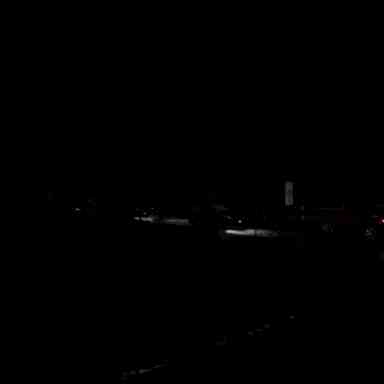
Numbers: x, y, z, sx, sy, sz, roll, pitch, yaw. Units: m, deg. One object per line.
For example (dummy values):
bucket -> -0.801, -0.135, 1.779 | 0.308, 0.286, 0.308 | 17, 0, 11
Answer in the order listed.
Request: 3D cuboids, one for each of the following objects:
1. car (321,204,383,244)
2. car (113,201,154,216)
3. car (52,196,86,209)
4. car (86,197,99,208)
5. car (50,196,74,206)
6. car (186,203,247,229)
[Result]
car -> 8.269, 1.350, 15.966 | 2.097, 1.767, 4.553 | 1, -1, -13
car -> -5.431, 1.544, 30.679 | 1.895, 1.301, 4.718 | 1, -1, -38
car -> -16.597, 1.408, 44.614 | 2.128, 1.511, 4.902 | 1, -1, -39
car -> -14.571, 1.490, 46.634 | 1.812, 1.442, 4.674 | 1, -1, -40
car -> -21.257, 1.446, 54.441 | 2.128, 1.511, 4.902 | 1, -1, -41
car -> 1.445, 1.482, 21.640 | 1.812, 1.442, 4.674 | 1, -1, -37
